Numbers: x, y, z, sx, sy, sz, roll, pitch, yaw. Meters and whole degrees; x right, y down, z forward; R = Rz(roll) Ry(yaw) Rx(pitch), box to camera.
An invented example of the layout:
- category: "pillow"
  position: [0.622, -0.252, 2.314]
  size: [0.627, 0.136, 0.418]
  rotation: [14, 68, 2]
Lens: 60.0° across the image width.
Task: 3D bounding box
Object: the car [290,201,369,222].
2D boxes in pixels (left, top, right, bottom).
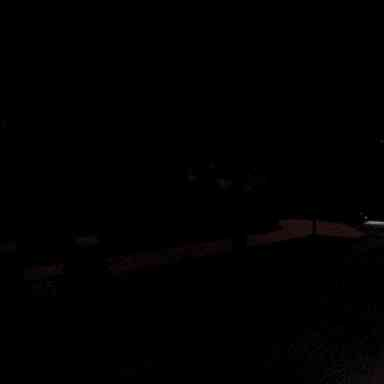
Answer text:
- category: "car"
  position: [10.086, 1.390, 24.818]
  size: [5.357, 1.411, 2.033]
  rotation: [0, 0, 42]
